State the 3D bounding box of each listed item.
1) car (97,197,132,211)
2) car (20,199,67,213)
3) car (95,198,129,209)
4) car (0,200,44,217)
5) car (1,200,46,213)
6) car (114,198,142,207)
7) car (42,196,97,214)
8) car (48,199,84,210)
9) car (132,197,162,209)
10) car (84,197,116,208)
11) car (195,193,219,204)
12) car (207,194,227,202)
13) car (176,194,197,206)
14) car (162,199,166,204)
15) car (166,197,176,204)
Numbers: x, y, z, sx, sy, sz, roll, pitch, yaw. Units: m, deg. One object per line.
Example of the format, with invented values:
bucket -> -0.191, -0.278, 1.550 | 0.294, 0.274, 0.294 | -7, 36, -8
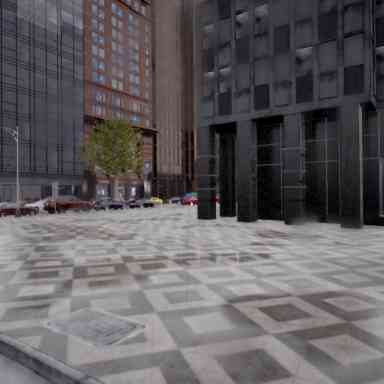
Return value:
car -> -9.604, 1.525, 39.095 | 1.947, 1.339, 4.313 | -1, 0, 35
car -> -17.051, 1.568, 38.465 | 1.812, 1.442, 4.674 | -1, 0, 34
car -> -11.196, 1.538, 46.932 | 1.812, 1.442, 4.674 | -1, 0, 35
car -> -16.013, 1.577, 29.816 | 1.802, 1.307, 4.206 | -1, 0, 35
car -> -19.821, 1.643, 39.303 | 1.947, 1.339, 4.313 | -1, 0, 35
car -> -10.206, 1.614, 53.223 | 1.802, 1.307, 4.206 | -1, 0, 35
car -> -12.811, 1.291, 34.457 | 2.192, 1.841, 5.009 | -1, 0, 35
car -> -16.616, 1.643, 43.943 | 1.802, 1.307, 4.206 | -1, 0, 35
car -> -6.400, 1.510, 43.734 | 1.947, 1.339, 4.313 | -1, 0, 35
car -> -13.413, 1.485, 48.583 | 1.967, 1.590, 4.097 | -1, 0, 35
car -> 3.211, 1.223, 57.655 | 2.192, 1.841, 5.009 | -1, 0, 35
car -> 5.816, 1.297, 76.426 | 2.192, 1.841, 5.009 | -1, 0, 35
car -> 0.008, 1.463, 53.014 | 1.887, 1.381, 4.507 | -1, 0, 35
car -> -7.099, 1.546, 57.723 | 1.752, 1.417, 4.829 | -1, 0, 35
car -> -3.797, 1.575, 62.504 | 1.947, 1.339, 4.313 | -1, 0, 35
